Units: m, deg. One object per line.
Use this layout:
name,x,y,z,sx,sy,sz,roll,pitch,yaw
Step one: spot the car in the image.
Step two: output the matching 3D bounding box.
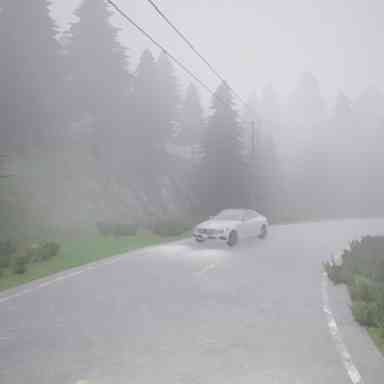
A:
car,1.953,1.528,15.481,1.812,1.442,4.674,0,0,38
